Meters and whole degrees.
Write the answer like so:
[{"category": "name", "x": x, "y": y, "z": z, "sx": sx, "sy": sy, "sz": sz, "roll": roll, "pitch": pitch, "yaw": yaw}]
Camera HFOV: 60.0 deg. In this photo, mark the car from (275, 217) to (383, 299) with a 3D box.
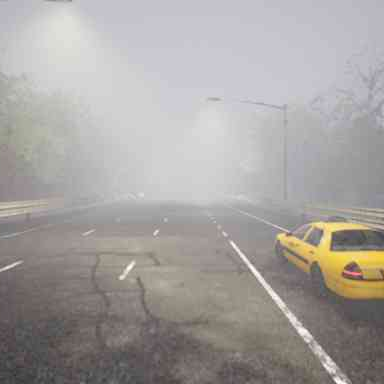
[{"category": "car", "x": 3.497, "y": 1.386, "z": 8.332, "sx": 1.801, "sy": 1.575, "sz": 5.366, "roll": 0, "pitch": 1, "yaw": -1}]
